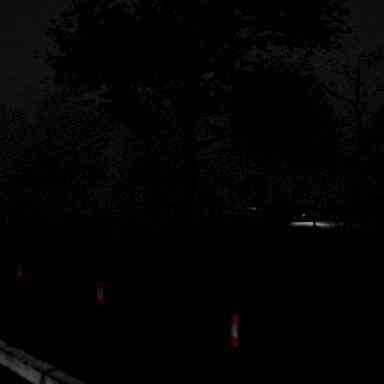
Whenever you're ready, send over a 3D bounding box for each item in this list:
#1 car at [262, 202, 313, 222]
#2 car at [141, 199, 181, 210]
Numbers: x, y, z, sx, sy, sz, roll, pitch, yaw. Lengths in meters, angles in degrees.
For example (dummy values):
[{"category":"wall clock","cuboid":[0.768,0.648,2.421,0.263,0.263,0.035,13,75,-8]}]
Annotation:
[{"category":"car","cuboid":[6.908,1.400,24.479,1.994,1.385,4.181,0,0,-20]},{"category":"car","cuboid":[-3.470,1.465,39.155,4.718,1.301,1.895,0,0,12]}]
